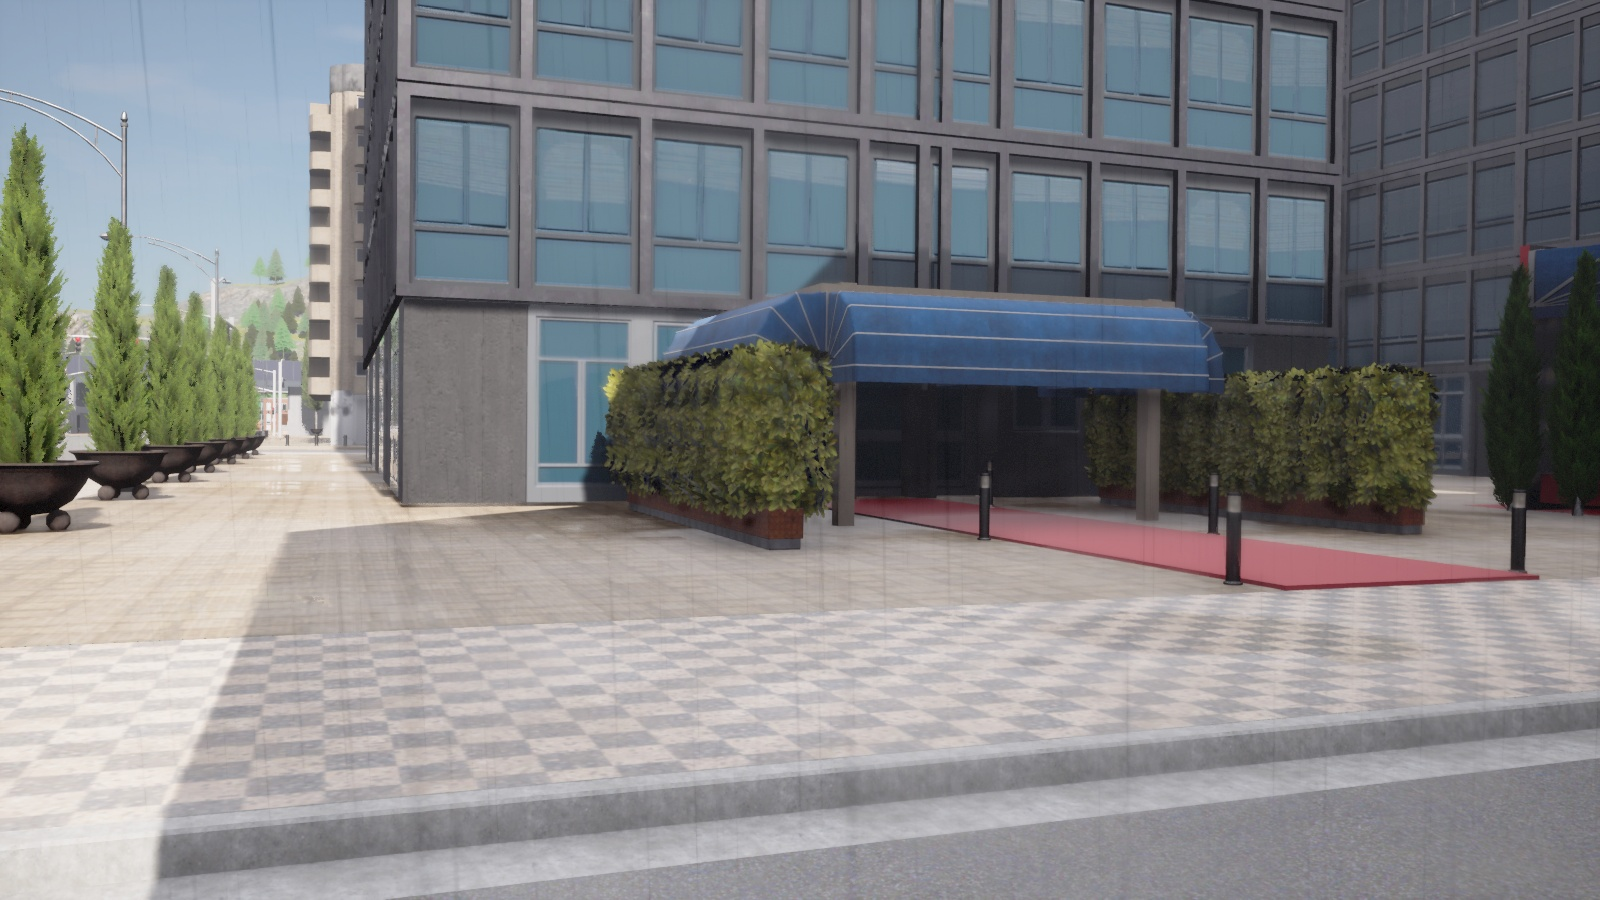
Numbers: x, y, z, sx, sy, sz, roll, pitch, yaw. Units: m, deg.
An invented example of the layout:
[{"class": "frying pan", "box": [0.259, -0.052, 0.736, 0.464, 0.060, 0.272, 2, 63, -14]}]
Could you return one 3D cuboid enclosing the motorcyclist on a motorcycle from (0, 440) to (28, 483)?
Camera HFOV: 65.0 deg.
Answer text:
[{"class": "motorcyclist on a motorcycle", "box": [-28.987, 0.401, 45.883, 0.866, 1.530, 2.191, -1, 1, -20]}]
